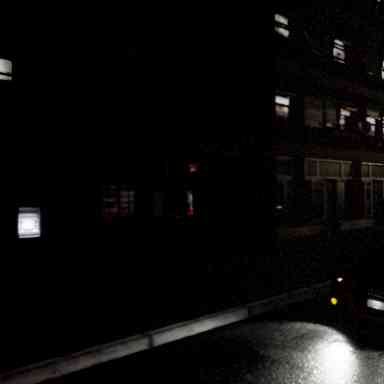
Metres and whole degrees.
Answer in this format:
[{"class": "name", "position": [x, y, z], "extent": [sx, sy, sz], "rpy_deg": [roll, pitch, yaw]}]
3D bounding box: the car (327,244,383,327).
[{"class": "car", "position": [4.438, 1.532, 6.230], "extent": [4.181, 1.385, 1.994], "rpy_deg": [0, 0, -35]}]
